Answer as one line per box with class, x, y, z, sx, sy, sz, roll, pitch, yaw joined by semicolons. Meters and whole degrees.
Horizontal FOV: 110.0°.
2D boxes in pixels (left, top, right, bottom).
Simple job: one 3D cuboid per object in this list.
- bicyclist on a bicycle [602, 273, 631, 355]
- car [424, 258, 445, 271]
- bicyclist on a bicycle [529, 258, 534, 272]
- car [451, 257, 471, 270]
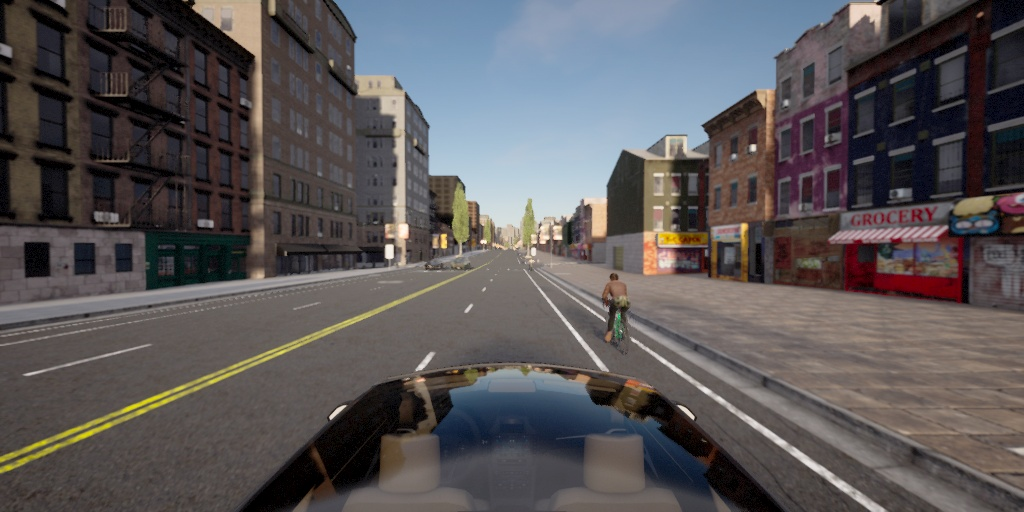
bicyclist on a bicycle;2.252;1.196;7.767;0.582;1.620;1.656;0;0;0
car;-9.780;1.056;45.503;1.837;1.490;4.892;0;0;1
bicyclist on a bicycle;2.238;1.011;42.072;0.866;1.612;1.509;0;0;0
car;-6.525;0.895;46.074;2.097;1.767;4.553;0;1;0
